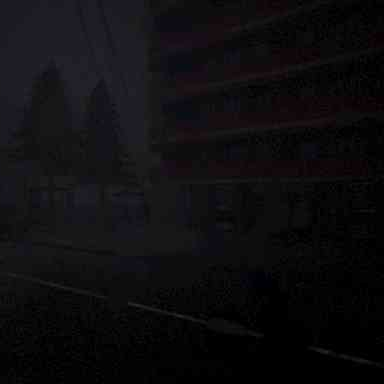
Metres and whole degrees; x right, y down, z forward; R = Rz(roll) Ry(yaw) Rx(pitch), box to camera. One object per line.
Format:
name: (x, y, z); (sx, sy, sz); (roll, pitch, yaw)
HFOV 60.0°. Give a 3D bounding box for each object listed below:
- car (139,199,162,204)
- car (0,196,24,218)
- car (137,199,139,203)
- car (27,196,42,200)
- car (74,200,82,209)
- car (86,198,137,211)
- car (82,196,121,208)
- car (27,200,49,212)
car: (-5.644, 1.847, 55.723); (5.357, 1.411, 2.033); (0, 0, -43)
car: (-19.328, 1.504, 31.244); (2.150, 2.045, 5.566); (-1, 0, 34)
car: (-9.654, 1.864, 56.512); (1.812, 1.442, 4.674); (-1, -1, 44)
car: (-21.246, 1.577, 41.193); (2.150, 2.045, 5.566); (-1, 0, 34)
car: (-15.721, 1.876, 49.018); (1.812, 1.442, 4.674); (-1, 0, 36)
car: (-9.466, 1.791, 39.514); (2.033, 1.411, 5.357); (-1, 0, 34)
car: (-12.392, 1.536, 47.781); (2.150, 2.045, 5.566); (-1, 0, 36)
car: (-17.972, 1.920, 39.781); (1.895, 1.301, 4.718); (-1, 0, 34)
